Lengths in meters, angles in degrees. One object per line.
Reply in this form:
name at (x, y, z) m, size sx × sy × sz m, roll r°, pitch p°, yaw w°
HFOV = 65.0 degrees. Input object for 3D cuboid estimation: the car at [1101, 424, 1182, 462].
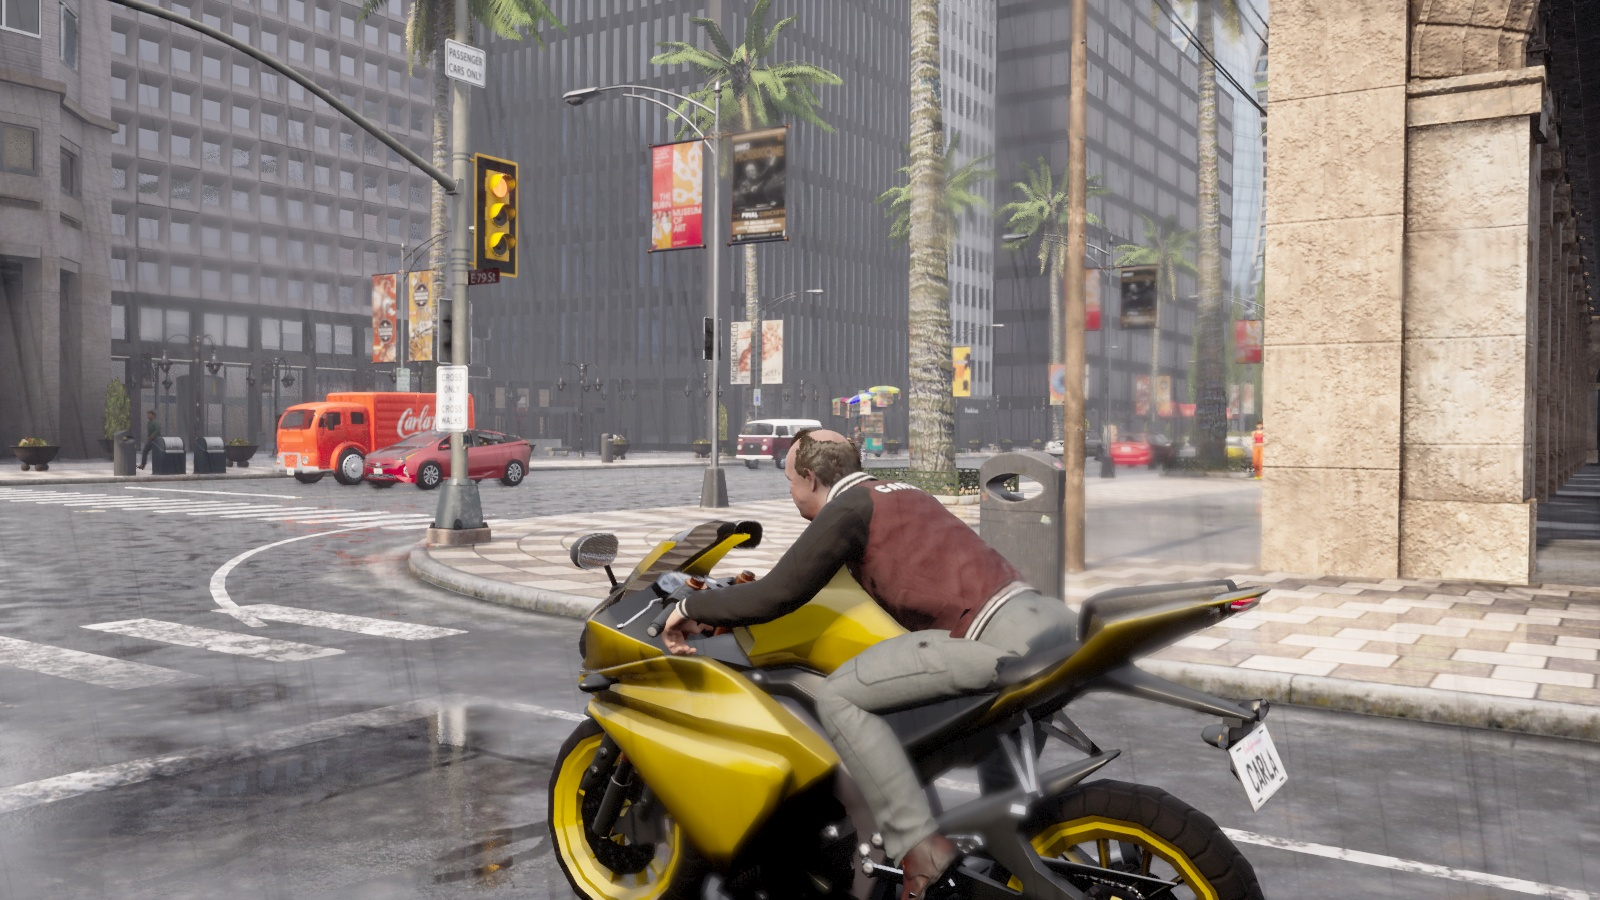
car at (15.496, -0.340, 56.785) m, size 2.242 × 1.667 × 4.611 m, roll 0°, pitch 1°, yaw 33°

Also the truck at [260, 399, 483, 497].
truck at (-11.683, -0.139, 34.597) m, size 2.627 × 2.467 × 5.204 m, roll 0°, pitch 2°, yaw 35°

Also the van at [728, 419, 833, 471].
van at (-0.738, -0.237, 51.186) m, size 2.069 × 2.038 × 4.480 m, roll 0°, pitch 1°, yaw 34°

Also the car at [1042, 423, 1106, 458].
car at (15.139, -0.533, 69.153) m, size 1.932 × 1.855 × 4.605 m, roll 0°, pitch 1°, yaw 33°

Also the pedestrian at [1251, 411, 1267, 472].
pedestrian at (13.945, -0.259, 38.151) m, size 0.345 × 1.836 × 0.594 m, roll 0°, pitch 1°, yaw 33°

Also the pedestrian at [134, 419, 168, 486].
pedestrian at (-19.062, 0.057, 36.899) m, size 0.423 × 1.949 × 0.788 m, roll 0°, pitch 1°, yaw 23°

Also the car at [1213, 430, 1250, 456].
car at (24.090, -0.389, 70.119) m, size 1.481 × 1.376 × 2.207 m, roll 0°, pitch 1°, yaw 33°

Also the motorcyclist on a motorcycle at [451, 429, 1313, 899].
motorcyclist on a motorcycle at (0.146, 0.718, 3.421) m, size 2.191 × 1.530 × 0.866 m, roll 0°, pitch 1°, yaw 33°

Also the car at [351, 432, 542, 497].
car at (-8.995, 0.318, 32.343) m, size 2.007 × 1.525 × 4.514 m, roll 0°, pitch 1°, yaw 33°
